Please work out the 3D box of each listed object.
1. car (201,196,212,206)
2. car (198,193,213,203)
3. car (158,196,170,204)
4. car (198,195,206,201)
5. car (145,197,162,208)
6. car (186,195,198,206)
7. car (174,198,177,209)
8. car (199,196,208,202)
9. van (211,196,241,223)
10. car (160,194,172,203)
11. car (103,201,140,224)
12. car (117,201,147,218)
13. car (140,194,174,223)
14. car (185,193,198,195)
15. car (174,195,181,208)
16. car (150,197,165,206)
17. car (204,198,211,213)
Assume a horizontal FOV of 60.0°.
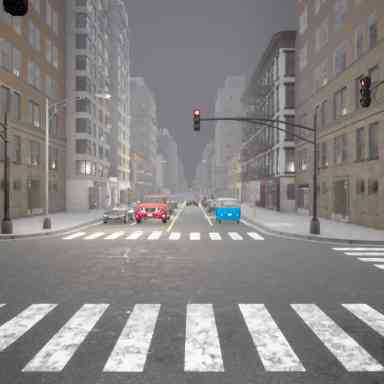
[{"bbox_3d":[2.599,1.576,47.616,1.802,1.307,4.206,0,0,0],"label":"car"},{"bbox_3d":[2.594,1.305,53.298,2.192,1.841,5.009,0,0,0],"label":"car"},{"bbox_3d":[-5.440,1.548,64.649,1.947,1.339,4.313,0,0,0],"label":"car"},{"bbox_3d":[2.567,1.531,87.385,1.947,1.339,4.313,0,0,0],"label":"car"},{"bbox_3d":[-5.427,1.519,47.434,1.752,1.417,4.829,0,0,0],"label":"car"},{"bbox_3d":[0.056,1.590,53.725,1.895,1.301,4.718,0,0,0],"label":"car"},{"bbox_3d":[-2.880,1.599,35.374,1.895,1.301,4.718,0,0,0],"label":"car"},{"bbox_3d":[2.576,1.524,76.023,2.008,1.369,4.403,0,0,0],"label":"car"},{"bbox_3d":[2.616,1.340,24.891,1.690,1.788,3.998,0,0,0],"label":"van"},{"bbox_3d":[-5.445,1.292,70.330,2.192,1.841,5.009,0,0,0],"label":"car"},{"bbox_3d":[-5.409,1.549,24.876,2.008,1.369,4.403,0,0,0],"label":"car"},{"bbox_3d":[-5.413,1.543,30.558,1.887,1.381,4.507,0,0,0],"label":"car"},{"bbox_3d":[-2.869,1.220,25.557,2.150,2.045,5.566,0,0,0],"label":"car"},{"bbox_3d":[0.043,1.542,68.957,1.994,1.385,4.181,0,0,0],"label":"car"},{"bbox_3d":[-2.872,1.500,45.434,1.837,1.490,4.892,0,0,0],"label":"car"},{"bbox_3d":[-5.431,1.556,53.286,1.947,1.339,4.313,0,0,0],"label":"car"},{"bbox_3d":[2.607,1.580,36.253,1.802,1.307,4.206,0,0,0],"label":"car"}]
